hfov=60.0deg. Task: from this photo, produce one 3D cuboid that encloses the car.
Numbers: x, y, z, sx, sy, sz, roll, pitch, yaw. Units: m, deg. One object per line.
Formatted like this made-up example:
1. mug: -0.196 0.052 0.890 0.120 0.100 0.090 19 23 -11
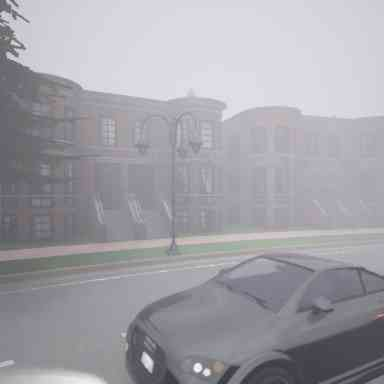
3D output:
1. car: 1.281 1.564 4.401 4.181 1.385 1.994 0 0 -29
